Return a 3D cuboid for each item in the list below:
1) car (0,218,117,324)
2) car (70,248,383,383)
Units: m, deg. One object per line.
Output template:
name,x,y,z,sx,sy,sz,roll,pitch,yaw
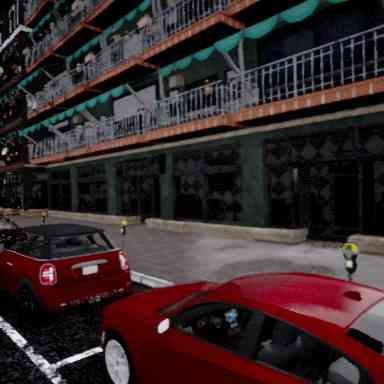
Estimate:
car,-3.113,1.403,7.250,1.967,1.590,4.097,-2,1,-43
car,0.761,1.470,3.155,1.887,1.381,4.507,-2,1,-43
